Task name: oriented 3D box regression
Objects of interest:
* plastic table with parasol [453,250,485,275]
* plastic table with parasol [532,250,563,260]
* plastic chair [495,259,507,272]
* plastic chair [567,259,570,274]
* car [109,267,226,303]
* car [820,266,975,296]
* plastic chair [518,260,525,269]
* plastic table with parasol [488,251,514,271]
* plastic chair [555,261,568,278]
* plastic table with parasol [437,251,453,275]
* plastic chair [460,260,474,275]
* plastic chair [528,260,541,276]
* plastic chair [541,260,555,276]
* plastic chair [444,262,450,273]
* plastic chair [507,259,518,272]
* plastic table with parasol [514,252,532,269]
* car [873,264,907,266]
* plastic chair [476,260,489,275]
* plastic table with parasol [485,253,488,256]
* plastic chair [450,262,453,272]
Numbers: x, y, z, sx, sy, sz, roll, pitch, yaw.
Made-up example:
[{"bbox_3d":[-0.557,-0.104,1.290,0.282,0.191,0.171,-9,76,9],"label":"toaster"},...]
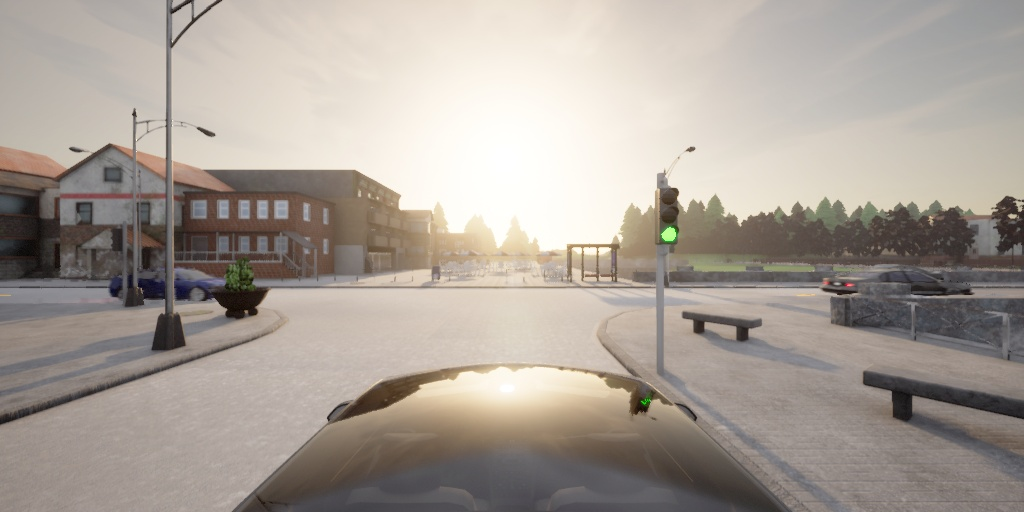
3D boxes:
[{"bbox_3d":[-4.267,0.666,36.016,2.482,2.480,2.482,0,0,0],"label":"plastic table with parasol"},{"bbox_3d":[3.553,0.666,35.273,2.482,2.480,2.482,0,0,0],"label":"plastic table with parasol"},{"bbox_3d":[-1.292,1.268,41.798,0.750,1.272,0.730,0,0,0],"label":"plastic chair"},{"bbox_3d":[6.306,1.268,43.805,0.730,1.272,0.750,0,0,0],"label":"plastic chair"},{"bbox_3d":[-14.907,1.273,16.087,5.008,1.535,1.882,1,0,0],"label":"car"},{"bbox_3d":[17.108,1.301,16.122,5.357,1.411,2.033,0,0,0],"label":"car"},{"bbox_3d":[1.005,1.266,49.432,0.750,1.272,0.730,0,0,-1],"label":"plastic chair"},{"bbox_3d":[-1.243,0.664,42.998,2.482,2.480,2.482,0,0,0],"label":"plastic table with parasol"},{"bbox_3d":[4.813,1.270,35.104,0.730,1.272,0.750,0,0,0],"label":"plastic chair"},{"bbox_3d":[-7.163,0.664,42.603,2.482,2.480,2.482,0,0,0],"label":"plastic table with parasol"},{"bbox_3d":[-4.386,1.270,34.796,0.750,1.272,0.730,0,0,0],"label":"plastic chair"},{"bbox_3d":[2.213,1.270,35.301,0.730,1.272,0.750,0,0,0],"label":"plastic chair"},{"bbox_3d":[3.414,1.270,34.003,0.750,1.272,0.730,0,0,0],"label":"plastic chair"},{"bbox_3d":[-7.088,1.268,41.425,0.750,1.272,0.730,0,0,-1],"label":"plastic chair"},{"bbox_3d":[0.107,1.268,42.900,0.730,1.272,0.750,0,0,0],"label":"plastic chair"},{"bbox_3d":[1.120,0.662,50.611,2.482,2.480,2.482,0,0,0],"label":"plastic table with parasol"},{"bbox_3d":[21.090,1.222,20.221,5.008,1.535,1.882,0,0,0],"label":"car"},{"bbox_3d":[-2.987,1.270,35.897,0.730,1.272,0.750,0,0,0],"label":"plastic chair"},{"bbox_3d":[-4.666,0.660,57.525,2.482,2.480,2.482,0,0,0],"label":"plastic table with parasol"},{"bbox_3d":[-5.587,1.270,36.095,0.730,1.272,0.750,0,0,0],"label":"plastic chair"}]
